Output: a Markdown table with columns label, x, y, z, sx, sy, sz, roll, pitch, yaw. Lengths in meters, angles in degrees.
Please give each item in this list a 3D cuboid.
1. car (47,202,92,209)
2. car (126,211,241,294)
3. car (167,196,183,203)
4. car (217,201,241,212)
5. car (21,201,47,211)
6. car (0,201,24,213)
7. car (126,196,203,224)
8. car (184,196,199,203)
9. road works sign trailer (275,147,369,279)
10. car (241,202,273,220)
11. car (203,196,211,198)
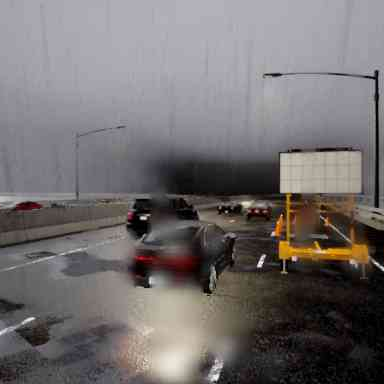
| label | x | y | z | sx | sy | sz | roll | pitch | yaw |
| --- | --- | --- | --- | --- | --- | --- | --- | --- | --- |
| car | -9.388 | 1.570 | 27.176 | 1.994 | 1.385 | 4.181 | 0 | 0 | 17 |
| car | -0.019 | 1.509 | 8.923 | 1.837 | 1.490 | 4.892 | 0 | 0 | 16 |
| car | -3.430 | 1.534 | 69.755 | 1.812 | 1.442 | 4.674 | 0 | 0 | 18 |
| car | 4.016 | 1.609 | 34.503 | 1.895 | 1.301 | 4.718 | 0 | 0 | 17 |
| car | -12.334 | 1.607 | 29.538 | 1.895 | 1.301 | 4.718 | 0 | 0 | 17 |
| car | -15.648 | 1.532 | 30.667 | 1.812 | 1.442 | 4.674 | 0 | 0 | 17 |
| car | -1.311 | 1.226 | 16.872 | 2.150 | 2.045 | 5.566 | 0 | 0 | 17 |
| car | -0.067 | 1.564 | 68.787 | 1.994 | 1.385 | 4.181 | 0 | 0 | 18 |
| road works sign trailer | 3.909 | 0.468 | 10.244 | 2.380 | 3.560 | 2.880 | 0 | 0 | 17 |
| car | 5.852 | 1.555 | 28.525 | 2.033 | 1.411 | 5.357 | 0 | 0 | 17 |
| car | 2.721 | 1.486 | 66.080 | 1.882 | 1.535 | 5.008 | 0 | 0 | 18 |
